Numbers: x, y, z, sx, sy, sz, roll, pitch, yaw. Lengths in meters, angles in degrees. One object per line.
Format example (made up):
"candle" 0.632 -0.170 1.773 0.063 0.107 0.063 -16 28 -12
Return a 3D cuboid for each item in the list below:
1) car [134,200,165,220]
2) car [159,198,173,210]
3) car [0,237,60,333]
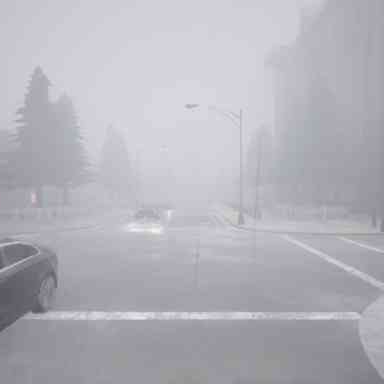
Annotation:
"car" -3.592 1.599 27.872 1.895 1.301 4.718 0 0 0
"car" -3.567 1.523 42.713 1.812 1.442 4.674 0 0 0
"car" -3.599 1.491 4.839 2.128 1.511 4.902 0 0 0
